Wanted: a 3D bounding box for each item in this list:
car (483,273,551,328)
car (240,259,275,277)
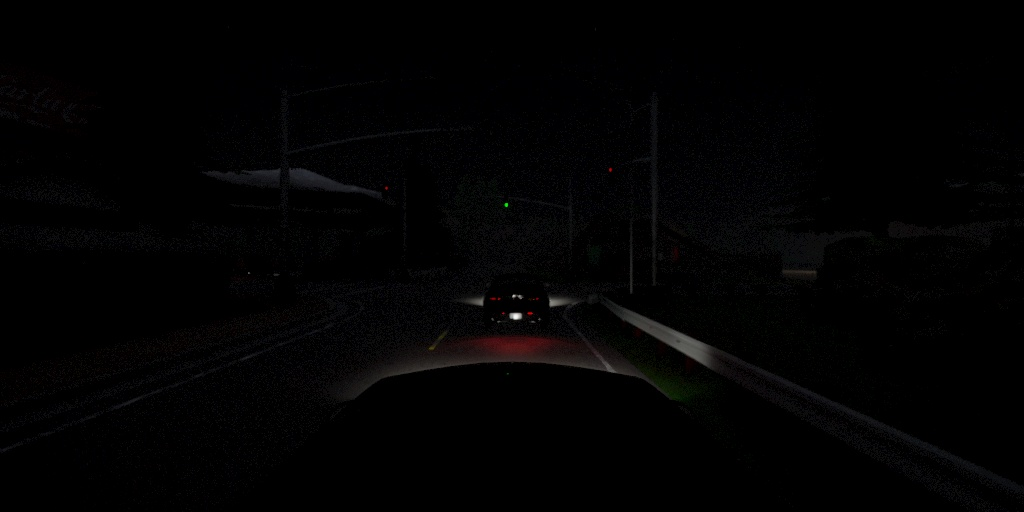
[{"bbox_3d":[0.175,1.278,11.519,1.837,1.490,4.892,0,0,2],"label":"car"},{"bbox_3d":[-25.701,1.337,36.337,1.837,1.490,4.892,0,0,-18],"label":"car"}]
